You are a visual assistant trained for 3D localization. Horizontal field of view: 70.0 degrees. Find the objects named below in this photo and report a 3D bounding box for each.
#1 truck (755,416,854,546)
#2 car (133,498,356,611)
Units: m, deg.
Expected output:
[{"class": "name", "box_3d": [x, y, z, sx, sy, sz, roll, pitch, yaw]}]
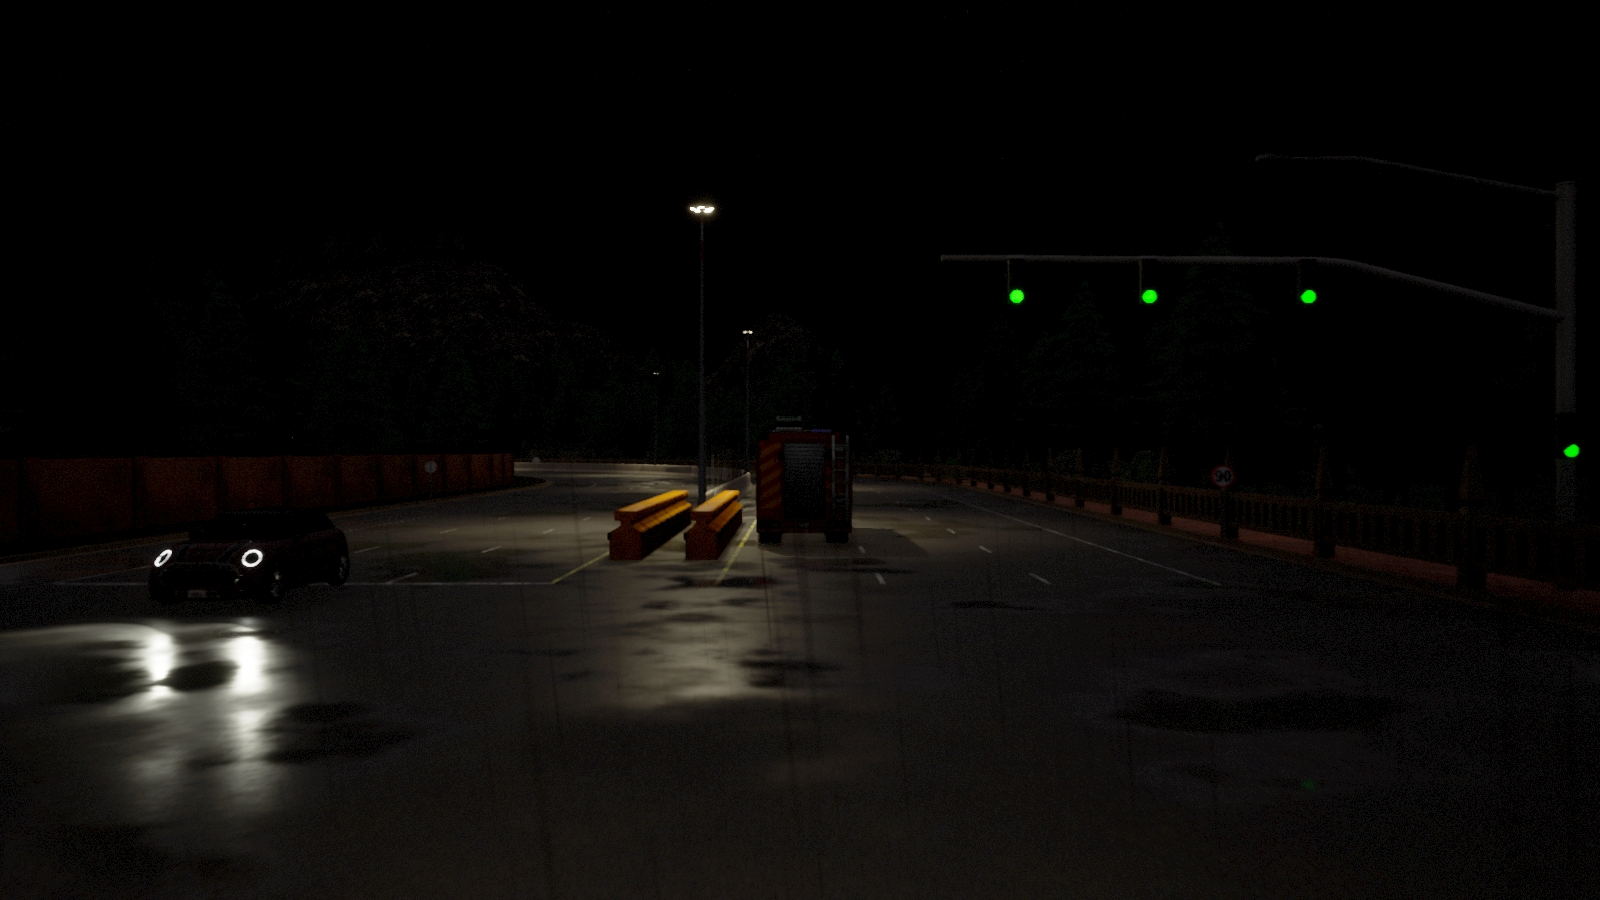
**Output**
[{"class": "truck", "box_3d": [0.086, 0.906, 37.639, 2.891, 3.827, 8.468, 0, 0, 0]}, {"class": "car", "box_3d": [-10.521, 1.915, 22.092, 2.097, 1.767, 4.553, 0, 0, 0]}]
